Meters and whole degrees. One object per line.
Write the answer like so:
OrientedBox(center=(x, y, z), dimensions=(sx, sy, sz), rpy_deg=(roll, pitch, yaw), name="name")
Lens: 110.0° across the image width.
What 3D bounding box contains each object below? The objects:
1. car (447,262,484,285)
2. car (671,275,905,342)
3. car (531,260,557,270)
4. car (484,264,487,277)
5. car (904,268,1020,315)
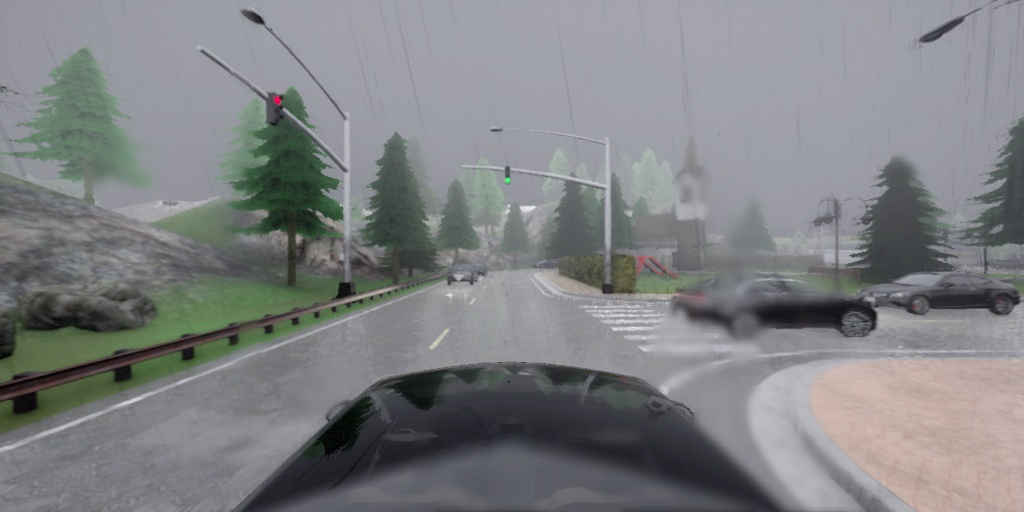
OrientedBox(center=(-3.578, 1.294, 26.624), dimensions=(2.128, 1.511, 4.902), rpy_deg=(0, 0, 0), name="car")
OrientedBox(center=(6.697, 1.242, 9.317), dimensions=(4.902, 1.511, 2.128), rpy_deg=(0, -1, -6), name="car")
OrientedBox(center=(5.166, 1.374, 57.365), dimensions=(4.892, 1.490, 1.837), rpy_deg=(1, -1, -43), name="car")
OrientedBox(center=(-3.582, 1.370, 37.017), dimensions=(2.033, 1.411, 5.357), rpy_deg=(0, 0, 1), name="car")
OrientedBox(center=(15.195, 1.285, 12.908), dimensions=(4.674, 1.442, 1.812), rpy_deg=(-1, 0, 0), name="car")
